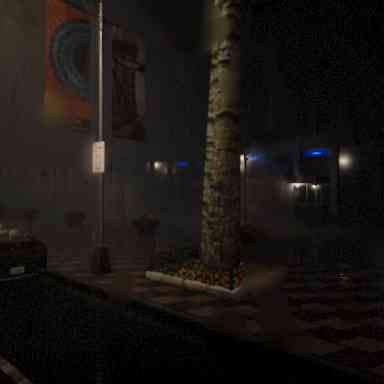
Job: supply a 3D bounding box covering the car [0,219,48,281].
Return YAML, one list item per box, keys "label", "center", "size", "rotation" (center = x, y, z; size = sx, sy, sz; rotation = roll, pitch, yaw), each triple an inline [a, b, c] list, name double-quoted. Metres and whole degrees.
- label: "car"
  center: [-5.645, 1.451, 8.920]
  size: [4.892, 1.521, 2.231]
  rotation: [0, 0, 41]
